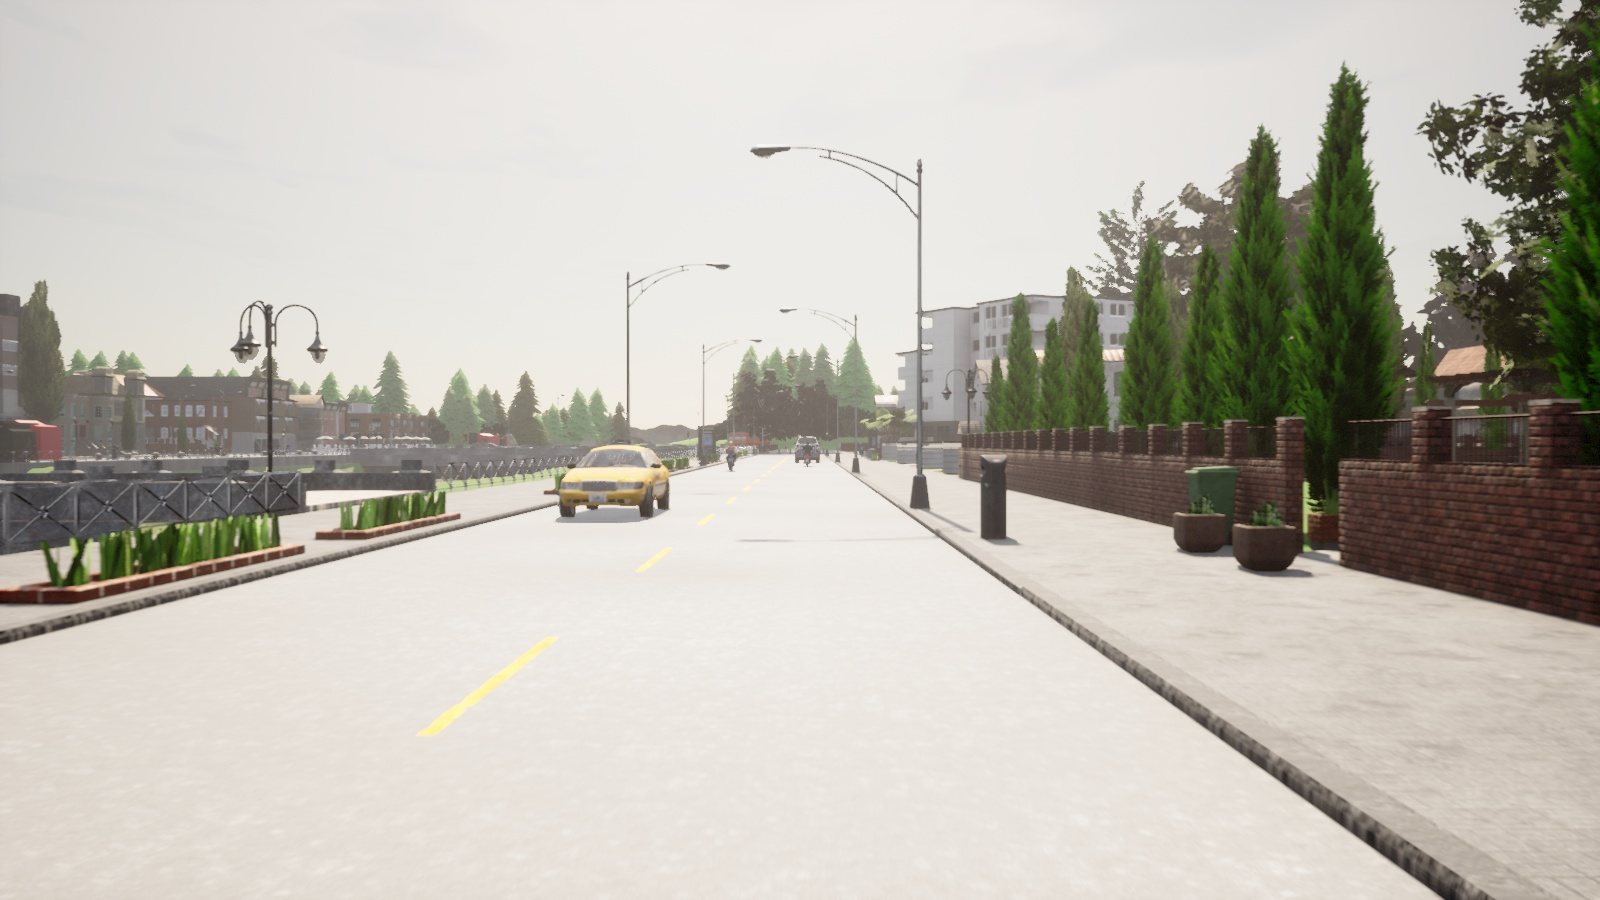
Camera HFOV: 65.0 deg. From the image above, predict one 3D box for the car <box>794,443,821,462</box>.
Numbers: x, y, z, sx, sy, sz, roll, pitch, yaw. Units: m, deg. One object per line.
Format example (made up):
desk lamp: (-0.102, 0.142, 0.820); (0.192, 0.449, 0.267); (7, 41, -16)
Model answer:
car: (0.564, 0.174, 95.488); (1.970, 1.475, 3.806); (0, 0, 0)

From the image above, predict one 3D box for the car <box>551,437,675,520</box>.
car: (-3.832, 0.532, 26.597); (1.801, 1.575, 5.366); (0, 0, 0)
